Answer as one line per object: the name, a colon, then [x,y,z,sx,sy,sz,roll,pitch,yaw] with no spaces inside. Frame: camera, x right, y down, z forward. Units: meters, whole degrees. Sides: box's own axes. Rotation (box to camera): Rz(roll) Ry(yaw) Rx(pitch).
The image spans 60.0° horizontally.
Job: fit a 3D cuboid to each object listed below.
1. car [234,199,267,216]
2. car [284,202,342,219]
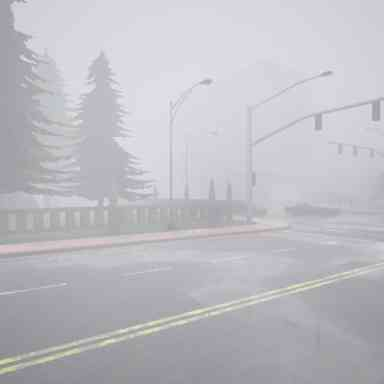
car: [4.925,1.501,31.390,1.837,1.490,4.892,0,1,-35]
car: [10.695,1.601,29.610,1.895,1.301,4.718,0,0,-38]
